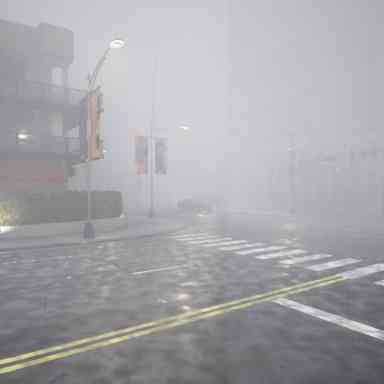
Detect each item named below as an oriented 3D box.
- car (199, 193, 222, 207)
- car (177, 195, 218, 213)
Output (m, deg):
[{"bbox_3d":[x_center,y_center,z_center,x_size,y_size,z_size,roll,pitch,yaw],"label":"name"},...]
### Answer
[{"bbox_3d":[2.035,1.221,48.838,2.150,2.045,5.566,0,0,-33],"label":"car"},{"bbox_3d":[0.267,1.478,37.130,1.882,1.535,5.008,0,0,-35],"label":"car"}]
